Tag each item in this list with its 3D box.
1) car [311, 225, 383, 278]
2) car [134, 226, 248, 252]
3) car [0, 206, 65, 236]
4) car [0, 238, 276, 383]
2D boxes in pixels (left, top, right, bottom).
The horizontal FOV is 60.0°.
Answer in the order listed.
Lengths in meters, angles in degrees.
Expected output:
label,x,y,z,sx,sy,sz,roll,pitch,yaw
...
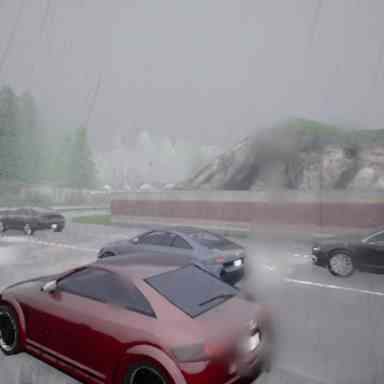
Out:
label,x,y,z,sx,sy,sz,roll,pitch,yaw
car,5.626,1.508,8.576,4.892,1.490,1.837,0,0,35
car,-0.591,1.591,8.711,4.181,1.385,1.994,0,0,35
car,-9.347,1.595,19.253,4.892,1.490,1.837,0,0,35
car,-0.995,1.581,4.701,4.181,1.385,1.994,0,0,35
